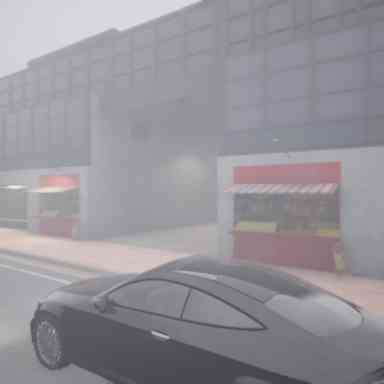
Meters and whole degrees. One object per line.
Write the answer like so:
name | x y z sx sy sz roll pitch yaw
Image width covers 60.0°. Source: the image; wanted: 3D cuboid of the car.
car | -0.021 1.522 3.999 4.674 1.442 1.812 0 0 35
